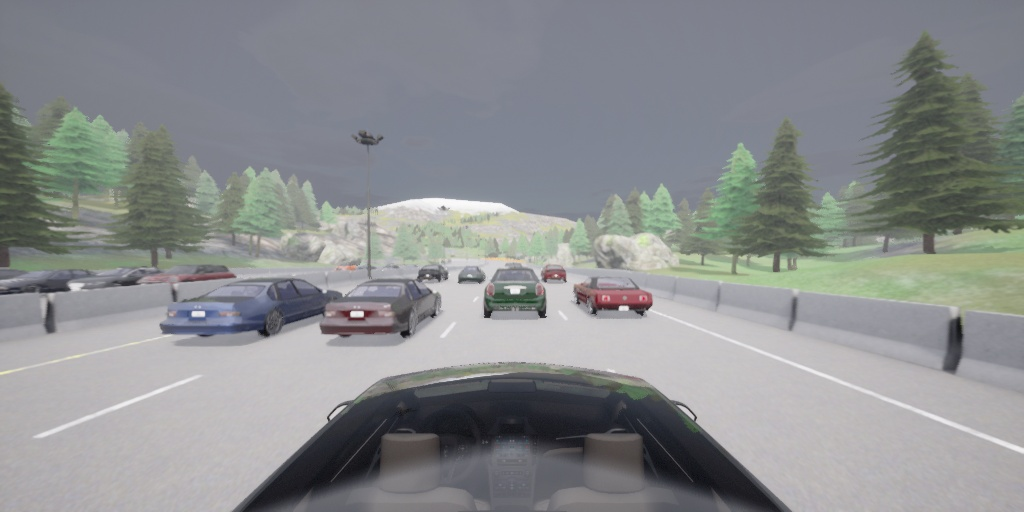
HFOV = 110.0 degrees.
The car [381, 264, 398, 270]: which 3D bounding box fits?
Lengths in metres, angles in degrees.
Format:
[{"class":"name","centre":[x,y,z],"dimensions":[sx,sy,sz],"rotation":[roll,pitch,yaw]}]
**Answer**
[{"class":"car","centre":[-20.998,2.123,61.824],"dimensions":[2.128,1.511,4.902],"rotation":[0,-1,1]}]

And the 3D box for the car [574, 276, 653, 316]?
[{"class":"car","centre":[3.604,1.413,13.745],"dimensions":[1.895,1.301,4.718],"rotation":[0,0,0]}]

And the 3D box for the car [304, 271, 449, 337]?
[{"class":"car","centre":[-3.398,1.337,10.380],"dimensions":[2.033,1.411,5.357],"rotation":[0,0,0]}]

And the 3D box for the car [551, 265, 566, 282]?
[{"class":"car","centre":[3.613,1.491,31.836],"dimensions":[1.882,1.535,5.008],"rotation":[0,-1,0]}]

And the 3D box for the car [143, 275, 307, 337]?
[{"class":"car","centre":[-6.898,1.337,10.397],"dimensions":[2.033,1.411,5.357],"rotation":[0,0,0]}]

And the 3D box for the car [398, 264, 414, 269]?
[{"class":"car","centre":[-17.500,2.154,61.850],"dimensions":[1.812,1.442,4.674],"rotation":[0,-1,1]}]

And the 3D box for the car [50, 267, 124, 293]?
[{"class":"car","centre":[-21.090,1.356,19.754],"dimensions":[2.128,1.511,4.902],"rotation":[0,-1,0]}]

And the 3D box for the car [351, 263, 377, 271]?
[{"class":"car","centre":[-24.492,2.142,60.458],"dimensions":[2.033,1.411,5.357],"rotation":[0,-1,1]}]

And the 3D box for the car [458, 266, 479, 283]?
[{"class":"car","centre":[-3.388,1.560,30.687],"dimensions":[1.994,1.385,4.181],"rotation":[0,-1,0]}]

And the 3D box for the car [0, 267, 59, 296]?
[{"class":"car","centre":[-28.089,1.384,19.155],"dimensions":[1.812,1.442,4.674],"rotation":[0,-1,0]}]

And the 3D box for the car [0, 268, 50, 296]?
[{"class":"car","centre":[-24.591,1.408,19.334],"dimensions":[2.033,1.411,5.357],"rotation":[0,-1,0]}]

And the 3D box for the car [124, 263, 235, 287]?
[{"class":"car","centre":[-17.590,1.215,19.635],"dimensions":[2.097,1.767,4.553],"rotation":[0,-1,0]}]

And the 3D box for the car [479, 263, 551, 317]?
[{"class":"car","centre":[0.103,1.163,13.598],"dimensions":[2.097,1.767,4.553],"rotation":[0,0,0]}]

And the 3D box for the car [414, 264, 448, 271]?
[{"class":"car","centre":[-6.887,1.491,31.846],"dimensions":[1.882,1.535,5.008],"rotation":[0,-1,0]}]
